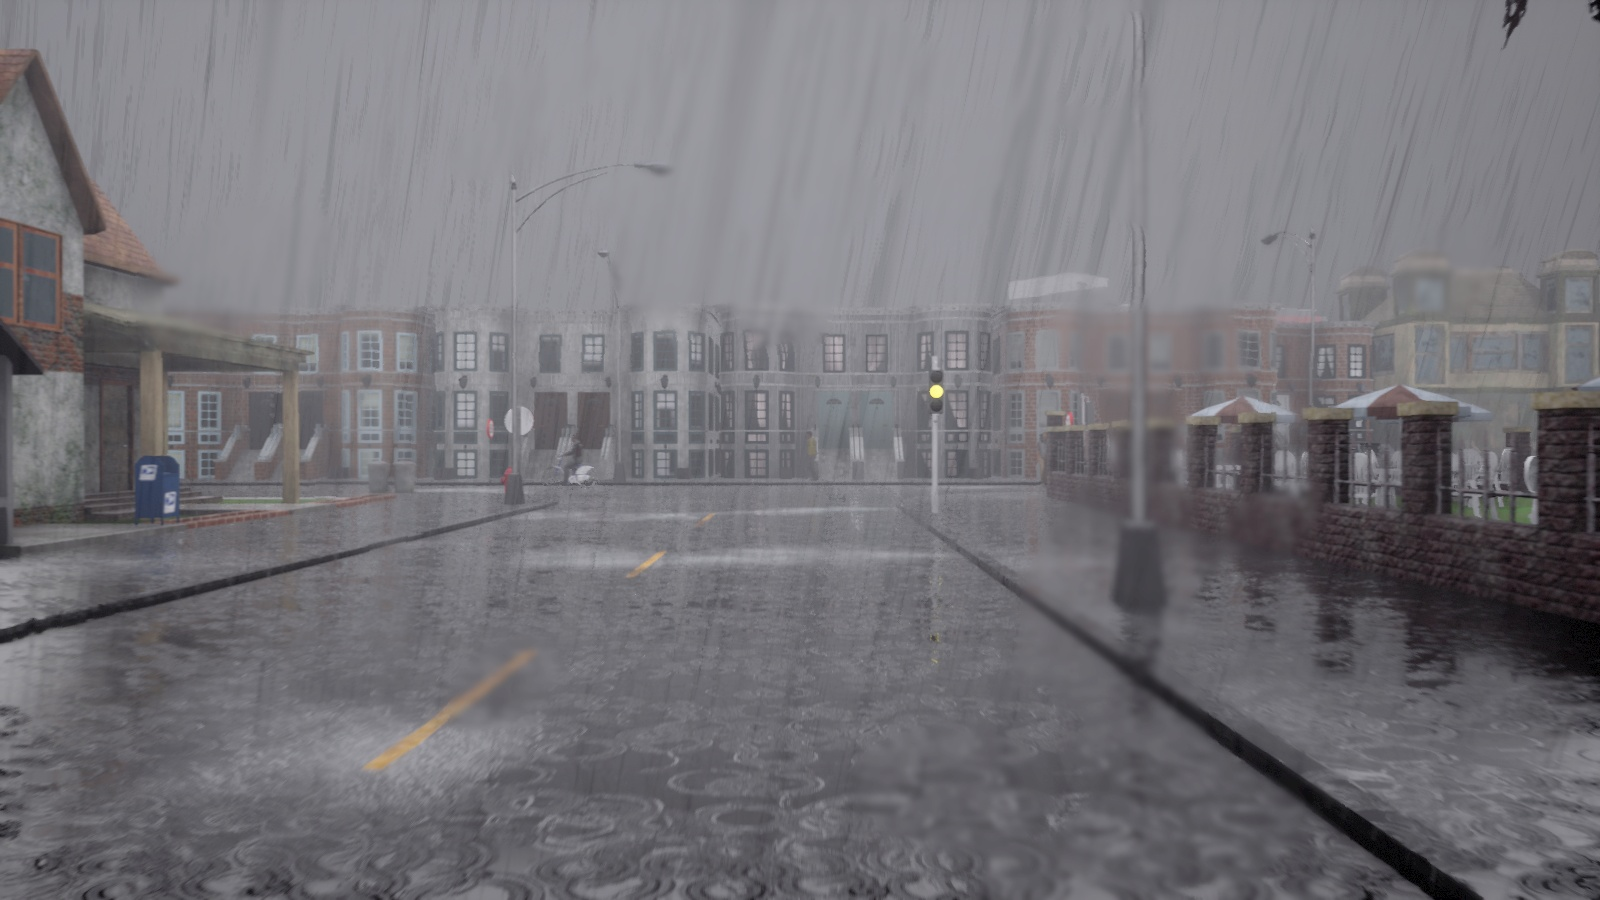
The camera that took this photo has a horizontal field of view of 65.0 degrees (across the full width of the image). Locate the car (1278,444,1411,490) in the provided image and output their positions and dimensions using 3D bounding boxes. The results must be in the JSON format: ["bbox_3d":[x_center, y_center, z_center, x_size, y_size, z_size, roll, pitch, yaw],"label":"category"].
[{"bbox_3d":[18.088,0.539,41.848,3.633,1.501,1.845,0,0,0],"label":"car"}]

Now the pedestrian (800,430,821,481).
[{"bbox_3d":[0.377,0.202,45.106,0.709,1.840,0.431,0,0,11],"label":"pedestrian"}]

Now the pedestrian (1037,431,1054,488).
[{"bbox_3d":[8.012,0.315,40.994,0.540,1.848,0.694,0,0,10],"label":"pedestrian"}]

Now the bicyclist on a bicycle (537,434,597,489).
[{"bbox_3d":[-7.751,0.376,41.716,1.843,1.776,0.659,0,1,8],"label":"bicyclist on a bicycle"}]
